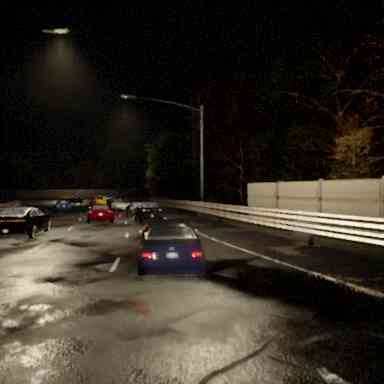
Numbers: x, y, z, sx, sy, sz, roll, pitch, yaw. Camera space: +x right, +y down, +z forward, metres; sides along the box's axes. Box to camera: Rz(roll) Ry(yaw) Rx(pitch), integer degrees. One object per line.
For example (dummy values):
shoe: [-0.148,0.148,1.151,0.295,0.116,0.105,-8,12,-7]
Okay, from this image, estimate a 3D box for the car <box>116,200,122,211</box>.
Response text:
car: [-8.952,1.656,42.049,1.895,1.301,4.718,0,0,-22]

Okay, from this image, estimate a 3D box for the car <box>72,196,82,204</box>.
car: [-24.151,1.649,68.355,2.128,1.511,4.902,0,0,-40]

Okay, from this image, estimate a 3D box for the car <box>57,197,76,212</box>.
car: [-15.255,1.625,39.444,2.033,1.411,5.357,0,0,-23]

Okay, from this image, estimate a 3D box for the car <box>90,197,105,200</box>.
car: [-15.957,1.565,56.092,1.882,1.535,5.008,0,0,-30]

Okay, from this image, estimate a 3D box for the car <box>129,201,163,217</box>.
car: [-3.449,1.518,26.003,2.128,1.511,4.902,0,0,-15]

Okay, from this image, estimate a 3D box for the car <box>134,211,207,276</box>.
car: [-0.710,1.557,10.407,2.033,1.411,5.357,0,0,-5]

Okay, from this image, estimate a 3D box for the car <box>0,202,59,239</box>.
car: [-8.765,1.535,17.322,2.128,1.511,4.902,0,0,-10]

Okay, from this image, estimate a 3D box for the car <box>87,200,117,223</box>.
car: [-7.161,1.605,26.180,1.994,1.385,4.181,0,0,-14]

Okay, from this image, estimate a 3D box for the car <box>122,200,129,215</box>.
car: [-5.381,1.601,32.449,1.994,1.385,4.181,0,0,-17]
